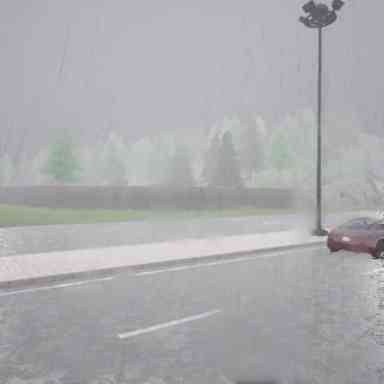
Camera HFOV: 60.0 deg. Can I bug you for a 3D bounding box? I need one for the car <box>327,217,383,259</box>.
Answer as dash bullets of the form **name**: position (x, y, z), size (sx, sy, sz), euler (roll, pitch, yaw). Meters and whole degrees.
- **car**: position (7.323, 1.714, 13.363), size (4.181, 1.385, 1.994), euler (1, 0, -35)
